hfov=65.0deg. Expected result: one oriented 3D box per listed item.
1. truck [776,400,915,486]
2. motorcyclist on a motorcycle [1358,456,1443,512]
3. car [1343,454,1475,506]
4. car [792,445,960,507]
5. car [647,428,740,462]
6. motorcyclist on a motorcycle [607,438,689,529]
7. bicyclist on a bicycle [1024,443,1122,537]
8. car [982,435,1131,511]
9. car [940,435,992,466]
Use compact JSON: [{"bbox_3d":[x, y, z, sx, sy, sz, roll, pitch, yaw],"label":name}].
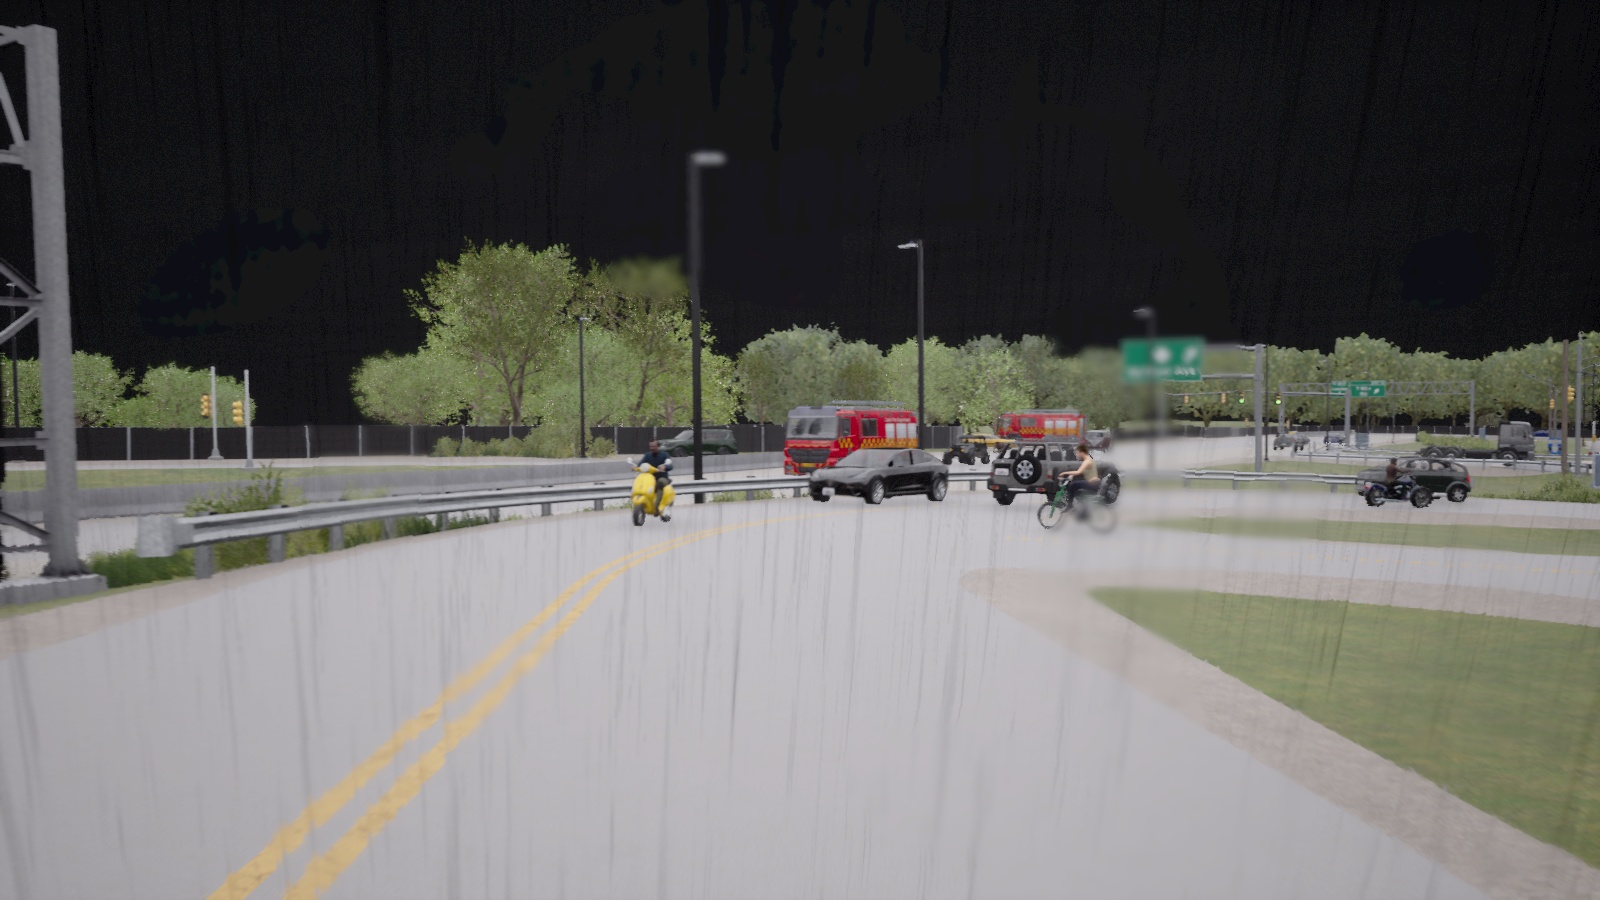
[{"bbox_3d":[2.321,-0.424,59.867,2.891,3.827,8.468,1,2,31],"label":"truck"},{"bbox_3d":[19.074,1.083,39.926,2.350,1.649,0.766,2,2,-11],"label":"motorcyclist on a motorcycle"},{"bbox_3d":[21.428,1.042,44.259,3.705,1.549,1.789,2,2,-4],"label":"car"},{"bbox_3d":[2.128,0.661,33.735,2.163,1.488,4.792,1,1,38],"label":"car"},{"bbox_3d":[-6.800,-0.327,80.301,5.566,2.045,2.150,0,2,-36],"label":"car"},{"bbox_3d":[-2.777,0.592,23.144,0.866,1.590,1.817,1,0,15],"label":"motorcyclist on a motorcycle"},{"bbox_3d":[4.986,0.710,22.940,1.509,1.612,0.866,2,1,31],"label":"bicyclist on a bicycle"},{"bbox_3d":[6.931,0.601,33.616,1.932,1.855,4.605,2,0,39],"label":"car"},{"bbox_3d":[10.633,0.013,80.472,1.905,1.878,3.866,1,2,31],"label":"car"}]
